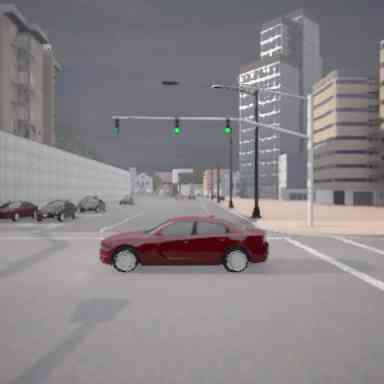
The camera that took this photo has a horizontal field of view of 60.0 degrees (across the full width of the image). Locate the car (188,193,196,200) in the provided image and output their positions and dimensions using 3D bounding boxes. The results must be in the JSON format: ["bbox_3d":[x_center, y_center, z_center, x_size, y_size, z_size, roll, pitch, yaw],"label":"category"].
[{"bbox_3d":[-0.022,1.454,92.627,1.994,1.385,4.181,0,0,0],"label":"car"}]

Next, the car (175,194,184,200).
[{"bbox_3d":[-3.522,1.258,92.213,2.097,1.767,4.553,0,0,0],"label":"car"}]

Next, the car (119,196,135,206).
[{"bbox_3d":[-10.576,1.450,54.279,1.837,1.490,4.892,0,-1,0],"label":"car"}]

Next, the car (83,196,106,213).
[{"bbox_3d":[-10.607,1.466,35.808,1.837,1.490,4.892,0,1,0],"label":"car"}]

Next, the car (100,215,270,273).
[{"bbox_3d":[-0.213,1.467,10.043,5.008,1.535,1.882,0,0,0],"label":"car"}]

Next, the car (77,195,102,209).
[{"bbox_3d":[-14.099,1.308,46.095,2.097,1.767,4.553,0,0,0],"label":"car"}]

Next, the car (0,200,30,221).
[{"bbox_3d":[-14.107,1.450,26.677,1.882,1.535,5.008,0,0,0],"label":"car"}]

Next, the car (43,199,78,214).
[{"bbox_3d":[-14.123,1.488,36.017,1.812,1.442,4.674,0,0,0],"label":"car"}]

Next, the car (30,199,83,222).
[{"bbox_3d":[-10.616,1.477,26.465,1.837,1.490,4.892,0,0,0],"label":"car"}]
